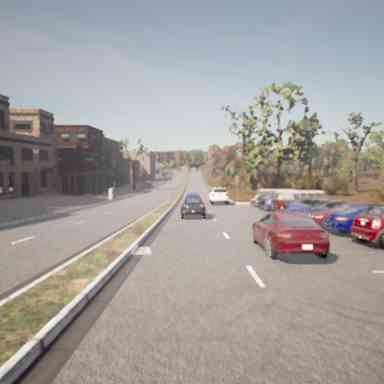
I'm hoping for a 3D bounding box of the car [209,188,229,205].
[{"bbox_3d":[3.351,0.462,42.153,2.150,2.045,5.566,0,1,0],"label":"car"}]

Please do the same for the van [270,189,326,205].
[{"bbox_3d":[8.904,0.886,26.678,4.442,1.987,1.878,0,1,0],"label":"van"}]

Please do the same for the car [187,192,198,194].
[{"bbox_3d":[0.098,0.714,42.388,1.882,1.535,5.008,0,2,0],"label":"car"}]

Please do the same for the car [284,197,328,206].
[{"bbox_3d":[8.758,1.245,21.179,4.792,1.488,2.163,0,1,0],"label":"car"}]

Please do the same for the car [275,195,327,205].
[{"bbox_3d":[8.817,1.193,23.931,4.792,1.488,2.163,0,1,0],"label":"car"}]

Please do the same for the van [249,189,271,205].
[{"bbox_3d":[8.671,0.702,34.945,4.442,1.987,1.878,0,2,0],"label":"van"}]

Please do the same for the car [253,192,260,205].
[{"bbox_3d":[8.782,0.994,32.193,4.892,1.521,2.231,0,1,0],"label":"car"}]

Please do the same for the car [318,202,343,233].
[{"bbox_3d":[8.785,1.343,15.667,4.674,1.452,2.002,0,1,0],"label":"car"}]

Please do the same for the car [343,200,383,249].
[{"bbox_3d":[8.757,1.219,12.904,4.553,1.767,2.185,0,1,0],"label":"car"}]

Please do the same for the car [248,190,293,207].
[{"bbox_3d":[8.818,0.729,37.699,4.553,1.767,2.185,0,2,0],"label":"car"}]

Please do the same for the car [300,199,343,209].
[{"bbox_3d":[8.790,1.300,18.421,4.674,1.452,2.002,0,1,0],"label":"car"}]

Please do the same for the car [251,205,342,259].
[{"bbox_3d":[3.352,1.401,11.947,1.812,1.442,4.674,0,1,0],"label":"car"}]

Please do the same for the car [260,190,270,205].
[{"bbox_3d":[8.756,0.927,29.564,4.553,1.767,2.185,0,1,0],"label":"car"}]

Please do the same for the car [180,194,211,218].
[{"bbox_3d":[0.091,1.139,25.769,2.128,1.511,4.902,0,1,0],"label":"car"}]
